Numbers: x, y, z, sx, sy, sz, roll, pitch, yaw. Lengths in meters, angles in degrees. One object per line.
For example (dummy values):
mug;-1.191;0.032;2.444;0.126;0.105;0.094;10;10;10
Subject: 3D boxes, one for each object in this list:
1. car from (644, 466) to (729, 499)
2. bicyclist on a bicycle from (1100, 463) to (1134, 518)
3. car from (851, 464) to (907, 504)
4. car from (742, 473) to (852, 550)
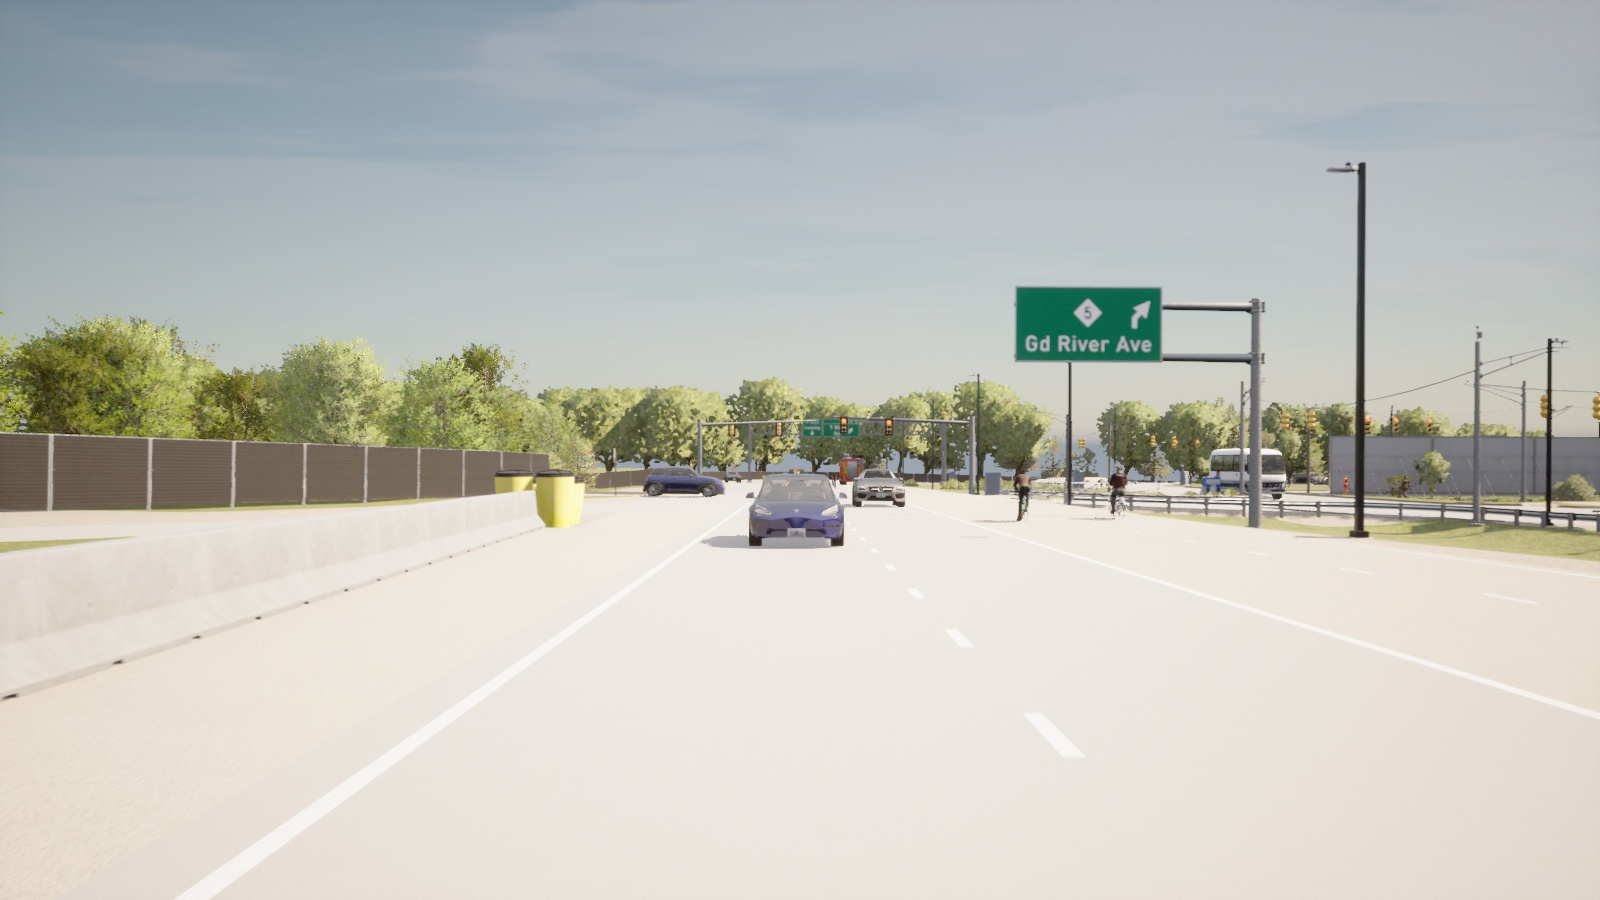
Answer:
car;-6.323;1.797;70.160;4.553;1.767;2.097;0;0;0
bicyclist on a bicycle;10.403;1.302;41.277;0.659;1.776;1.843;0;-1;0
car;3.382;1.450;54.579;2.152;1.651;5.027;0;-1;0
car;-0.063;1.252;27.149;2.163;1.488;4.792;0;-1;0
